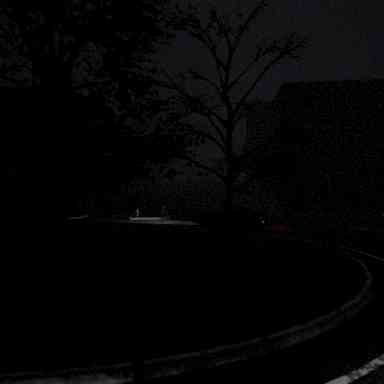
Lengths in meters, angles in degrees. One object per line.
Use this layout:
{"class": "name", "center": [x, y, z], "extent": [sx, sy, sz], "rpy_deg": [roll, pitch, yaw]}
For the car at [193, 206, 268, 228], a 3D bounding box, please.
{"class": "car", "center": [2.444, 1.595, 21.903], "extent": [4.718, 1.301, 1.895], "rpy_deg": [0, 0, 27]}
